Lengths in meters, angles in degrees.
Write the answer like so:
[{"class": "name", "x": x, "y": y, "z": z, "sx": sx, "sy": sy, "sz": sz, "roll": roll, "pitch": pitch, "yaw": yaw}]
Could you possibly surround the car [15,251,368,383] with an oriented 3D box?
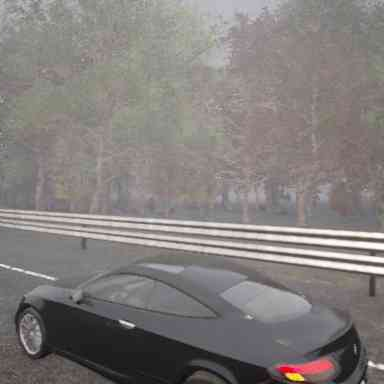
[{"class": "car", "x": -0.386, "y": 1.525, "z": 4.280, "sx": 4.674, "sy": 1.442, "sz": 1.812, "roll": 0, "pitch": 0, "yaw": 36}]
